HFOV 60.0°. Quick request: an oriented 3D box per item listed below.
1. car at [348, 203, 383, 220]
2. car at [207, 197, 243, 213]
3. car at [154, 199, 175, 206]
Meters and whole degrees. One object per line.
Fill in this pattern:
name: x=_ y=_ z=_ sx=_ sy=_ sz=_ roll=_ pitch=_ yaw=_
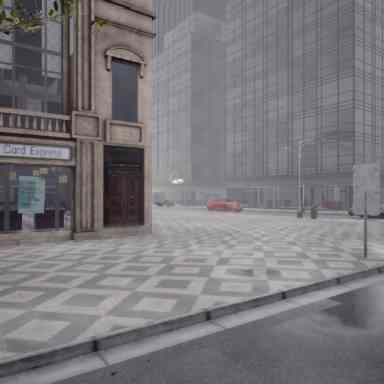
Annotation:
car: x=15.620 y=1.688 z=27.775 sx=2.128 sy=1.511 sz=4.902 roll=0 pitch=-1 yaw=-36
car: x=4.251 y=1.722 z=43.866 sx=2.150 sy=2.045 sz=5.566 roll=0 pitch=-1 yaw=-35
car: x=-4.790 y=1.880 z=56.829 sx=1.882 sy=1.535 sz=5.008 roll=0 pitch=-1 yaw=-35
